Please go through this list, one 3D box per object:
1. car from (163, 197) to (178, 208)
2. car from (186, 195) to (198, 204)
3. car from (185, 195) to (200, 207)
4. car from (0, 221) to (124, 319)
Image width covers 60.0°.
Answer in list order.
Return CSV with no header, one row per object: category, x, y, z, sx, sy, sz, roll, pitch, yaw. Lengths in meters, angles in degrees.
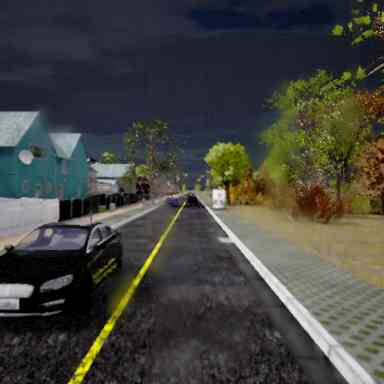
car,-2.826,1.381,45.439,2.033,1.411,5.357,0,0,0
car,0.016,1.280,58.345,2.128,1.511,4.902,0,0,0
car,0.029,1.331,47.249,1.837,1.490,4.892,0,0,1
car,-2.838,1.464,7.587,2.128,1.511,4.902,0,0,0
